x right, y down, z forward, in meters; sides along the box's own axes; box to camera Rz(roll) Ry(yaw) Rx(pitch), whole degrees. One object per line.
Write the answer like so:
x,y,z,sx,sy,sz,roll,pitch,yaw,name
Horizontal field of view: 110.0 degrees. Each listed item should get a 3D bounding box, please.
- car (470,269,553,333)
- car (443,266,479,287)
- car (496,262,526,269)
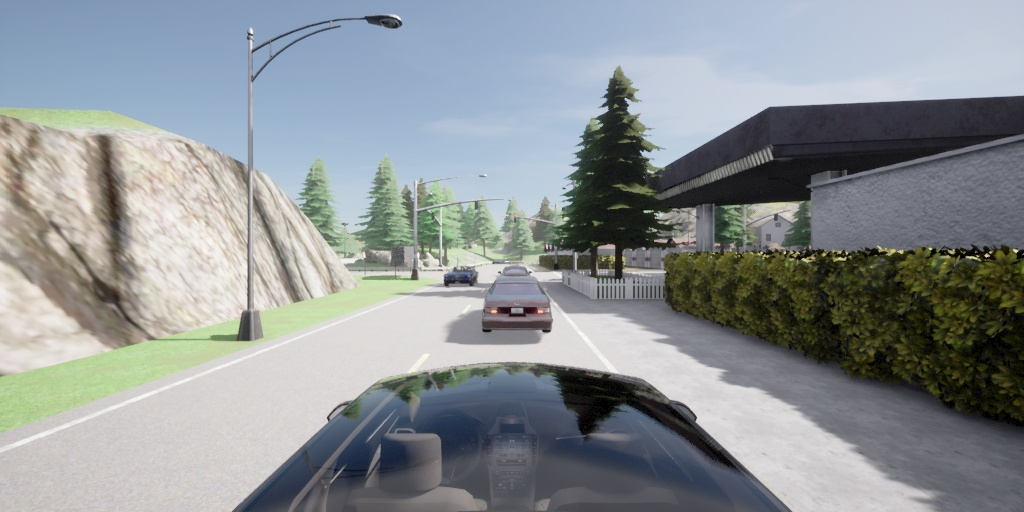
0.132,1.297,10.746,2.033,1.411,5.357,0,0,0,car
-3.412,1.350,24.623,1.895,1.301,4.718,0,0,0,car
0.174,1.275,20.332,1.812,1.442,4.674,0,0,0,car
